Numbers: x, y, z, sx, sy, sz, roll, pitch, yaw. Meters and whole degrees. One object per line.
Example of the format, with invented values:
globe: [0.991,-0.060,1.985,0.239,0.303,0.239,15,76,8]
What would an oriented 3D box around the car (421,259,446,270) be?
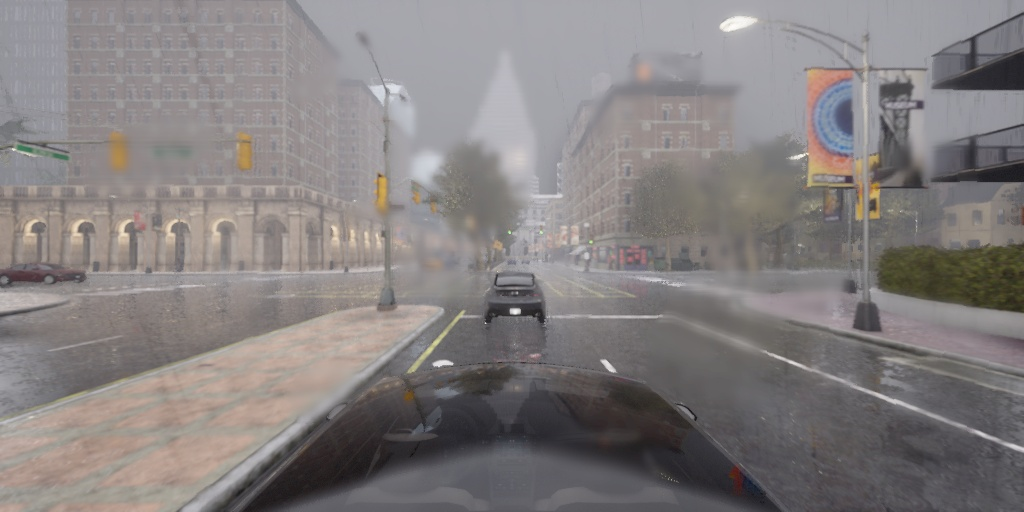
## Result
car: [-11.584,1.247,53.207,1.882,1.535,5.008,0,0,0]

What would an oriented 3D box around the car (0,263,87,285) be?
car: [-33.722,1.237,25.780,5.008,1.535,1.882,0,0,0]

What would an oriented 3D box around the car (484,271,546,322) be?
car: [0.094,1.260,12.366,1.837,1.490,4.892,0,1,0]

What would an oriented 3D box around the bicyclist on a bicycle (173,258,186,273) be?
bicyclist on a bicycle: [-37.306,1.065,40.228,0.582,1.620,1.656,0,0,0]

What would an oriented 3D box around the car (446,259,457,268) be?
car: [-11.511,1.250,63.341,1.882,1.535,5.008,0,0,0]
